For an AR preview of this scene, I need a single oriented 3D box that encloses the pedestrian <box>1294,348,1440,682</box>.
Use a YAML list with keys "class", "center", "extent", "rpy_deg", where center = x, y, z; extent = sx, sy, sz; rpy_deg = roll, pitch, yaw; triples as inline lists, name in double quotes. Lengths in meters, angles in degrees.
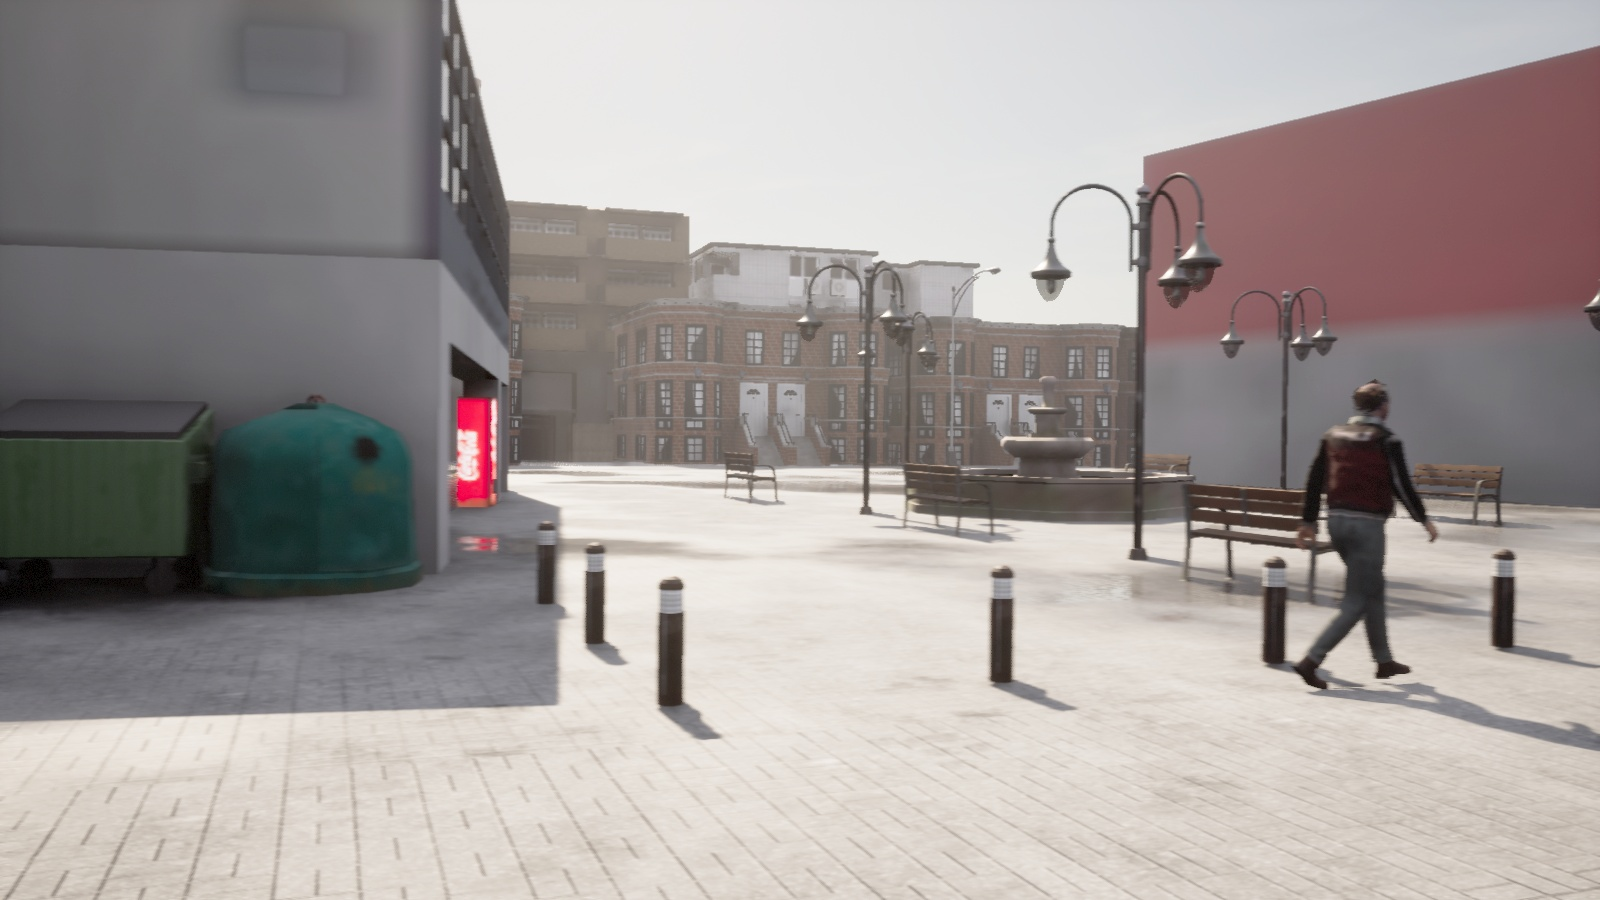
- class: "pedestrian"
  center: [3.288, 0.354, 7.282]
  extent: [0.720, 1.854, 0.376]
  rpy_deg: [-1, 1, -22]
